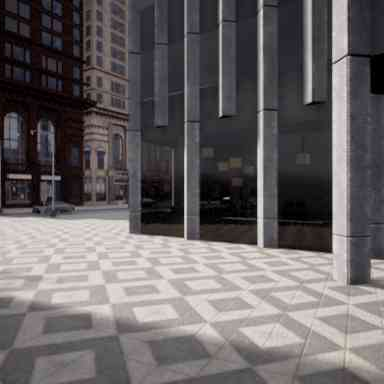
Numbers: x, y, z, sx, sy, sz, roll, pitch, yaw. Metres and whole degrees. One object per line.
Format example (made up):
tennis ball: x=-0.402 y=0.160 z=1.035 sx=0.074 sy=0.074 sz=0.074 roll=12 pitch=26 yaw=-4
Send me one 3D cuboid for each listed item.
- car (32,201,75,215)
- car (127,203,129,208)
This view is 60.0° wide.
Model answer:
car: x=-14.601 y=1.627 z=35.197 sx=1.994 sy=1.385 sz=4.181 roll=0 pitch=0 yaw=36
car: x=-6.866 y=1.607 z=45.998 sx=1.837 sy=1.490 sz=4.892 roll=0 pitch=0 yaw=36
